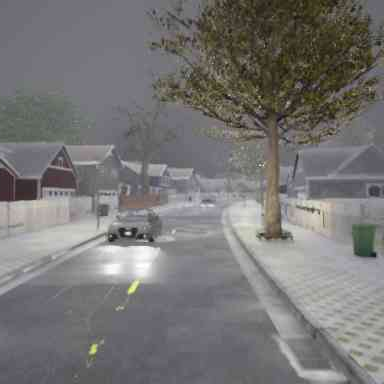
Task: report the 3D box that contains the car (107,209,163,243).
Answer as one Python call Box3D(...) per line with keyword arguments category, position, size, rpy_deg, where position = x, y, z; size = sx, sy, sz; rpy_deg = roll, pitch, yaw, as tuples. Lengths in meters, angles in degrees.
Box3D(category="car", position=(-2.545, 1.490, 15.626), size=(1.994, 1.385, 4.181), rpy_deg=(0, 0, 3))

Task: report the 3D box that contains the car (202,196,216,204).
Box3D(category="car", position=(2.917, 1.372, 57.398), size=(1.895, 1.301, 4.718), rpy_deg=(0, 0, 13))
